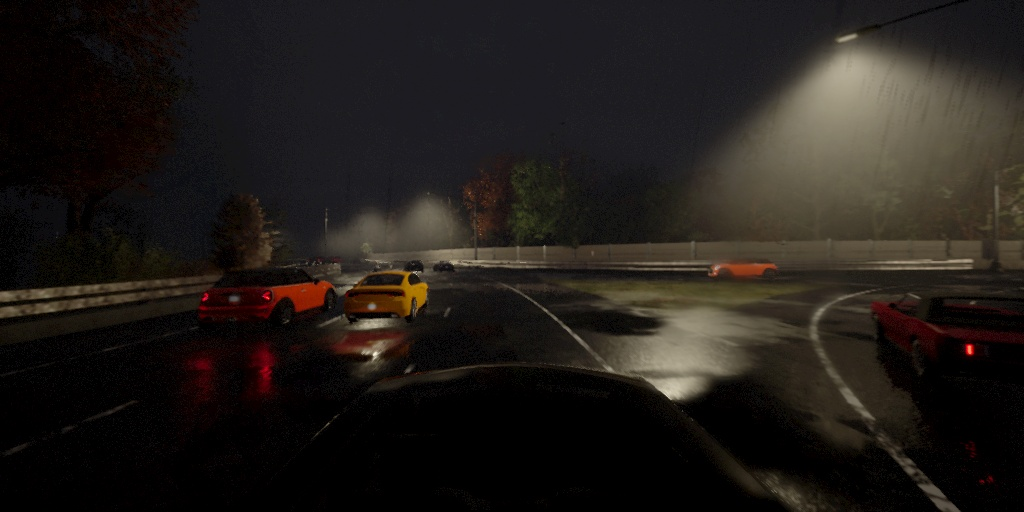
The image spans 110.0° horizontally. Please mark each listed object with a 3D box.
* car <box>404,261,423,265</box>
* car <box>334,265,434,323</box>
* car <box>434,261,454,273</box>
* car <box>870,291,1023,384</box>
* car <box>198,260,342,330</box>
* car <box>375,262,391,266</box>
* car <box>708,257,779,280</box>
[{"bbox_3d":[-11.974,1.288,43.745,1.837,1.490,4.892,-1,1,-24],"label":"car"},{"bbox_3d":[-4.082,1.244,12.386,1.882,1.535,5.008,0,0,-5],"label":"car"},{"bbox_3d":[-8.585,1.315,44.724,1.994,1.385,4.181,-1,0,-24],"label":"car"},{"bbox_3d":[7.993,1.275,6.288,1.895,1.301,4.718,0,0,36],"label":"car"},{"bbox_3d":[-7.540,1.150,11.647,2.097,1.767,4.553,-1,0,-4],"label":"car"},{"bbox_3d":[-15.202,1.412,42.399,1.895,1.301,4.718,-1,0,-24],"label":"car"},{"bbox_3d":[18.087,0.901,28.307,4.553,1.767,2.097,-1,0,15],"label":"car"}]
